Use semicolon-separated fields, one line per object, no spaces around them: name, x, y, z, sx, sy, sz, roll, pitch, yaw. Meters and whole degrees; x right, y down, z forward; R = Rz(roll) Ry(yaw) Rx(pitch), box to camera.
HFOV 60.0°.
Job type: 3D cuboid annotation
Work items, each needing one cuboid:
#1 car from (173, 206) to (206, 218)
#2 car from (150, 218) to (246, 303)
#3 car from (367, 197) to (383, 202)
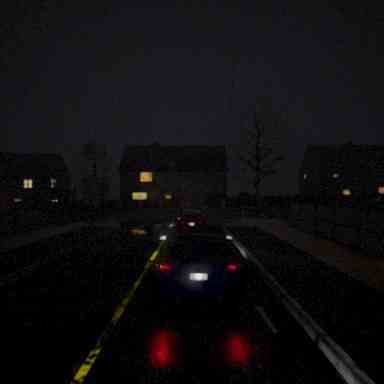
car;-0.167;1.600;20.593;1.812;1.442;4.674;0;0;-4
car;0.114;1.591;8.353;1.994;1.385;4.181;0;0;0
car;17.067;1.167;30.103;4.674;1.442;1.812;-1;1;0
